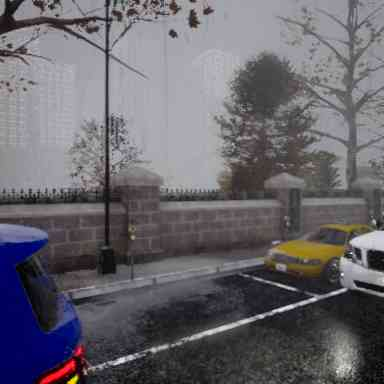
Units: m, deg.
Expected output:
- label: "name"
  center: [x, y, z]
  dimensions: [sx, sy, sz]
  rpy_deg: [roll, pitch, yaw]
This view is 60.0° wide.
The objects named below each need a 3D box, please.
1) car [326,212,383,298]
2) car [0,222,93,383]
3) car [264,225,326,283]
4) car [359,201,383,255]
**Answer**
- label: "car"
  center: [5.610, 1.204, 7.354]
  dimensions: [5.566, 2.045, 2.150]
  rpy_deg: [0, 0, -35]
- label: "car"
  center: [-3.168, 1.227, 1.108]
  dimensions: [5.566, 2.045, 2.150]
  rpy_deg: [0, 0, -36]
- label: "car"
  center: [4.131, 1.508, 9.502]
  dimensions: [4.829, 1.417, 1.752]
  rpy_deg: [0, 0, -35]
- label: "car"
  center: [8.853, 1.287, 12.868]
  dimensions: [5.009, 1.841, 2.192]
  rpy_deg: [0, 0, -35]
